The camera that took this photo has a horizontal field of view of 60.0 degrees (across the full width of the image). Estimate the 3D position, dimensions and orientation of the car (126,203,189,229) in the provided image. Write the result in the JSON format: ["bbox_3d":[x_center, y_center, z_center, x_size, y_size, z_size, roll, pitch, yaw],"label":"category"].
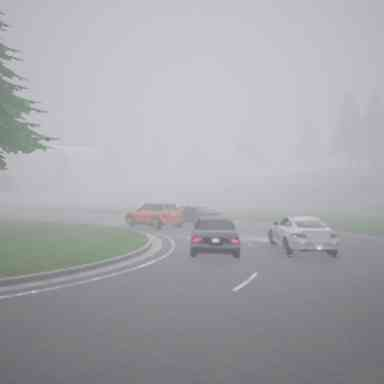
[{"bbox_3d":[-2.699,1.539,23.301,2.097,1.767,4.553,1,-1,-44],"label":"car"}]

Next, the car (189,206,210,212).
[{"bbox_3d":[-0.056,1.771,25.621,2.033,1.411,5.357,1,-1,-43],"label":"car"}]

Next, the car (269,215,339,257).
[{"bbox_3d":[4.430,1.668,13.589,1.812,1.442,4.674,0,0,3],"label":"car"}]

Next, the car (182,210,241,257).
[{"bbox_3d":[0.937,1.670,13.458,2.033,1.411,5.357,0,0,4],"label":"car"}]
